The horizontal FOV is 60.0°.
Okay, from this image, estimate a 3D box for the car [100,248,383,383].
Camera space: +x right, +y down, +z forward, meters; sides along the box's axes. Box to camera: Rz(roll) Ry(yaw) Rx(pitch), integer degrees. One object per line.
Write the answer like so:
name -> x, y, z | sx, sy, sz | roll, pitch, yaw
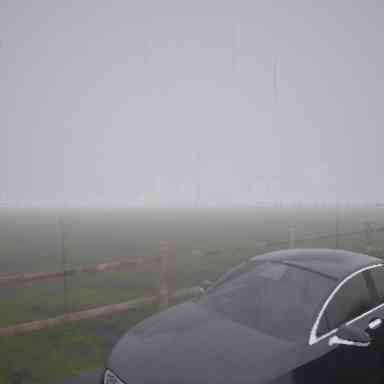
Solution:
car -> 1.357, 1.545, 4.072 | 4.892, 1.490, 1.837 | 0, -1, -37
